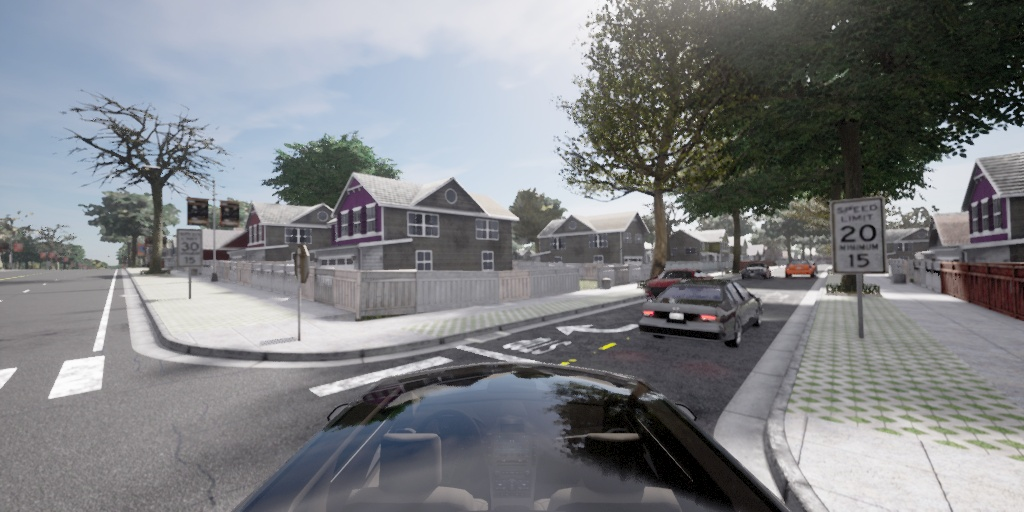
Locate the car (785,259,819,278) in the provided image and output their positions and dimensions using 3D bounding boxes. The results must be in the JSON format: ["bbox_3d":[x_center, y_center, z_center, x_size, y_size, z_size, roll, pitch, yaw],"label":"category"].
[{"bbox_3d":[27.277,1.096,33.887,2.097,1.767,4.553,-2,-2,42],"label":"car"}]

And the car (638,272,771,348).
[{"bbox_3d":[5.090,1.293,9.304,2.033,1.411,5.357,-2,-1,42],"label":"car"}]

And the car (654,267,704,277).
[{"bbox_3d":[7.874,1.298,16.664,1.882,1.535,5.008,-2,-1,42],"label":"car"}]

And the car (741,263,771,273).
[{"bbox_3d":[22.202,1.340,32.531,1.812,1.442,4.674,-2,-2,42],"label":"car"}]
